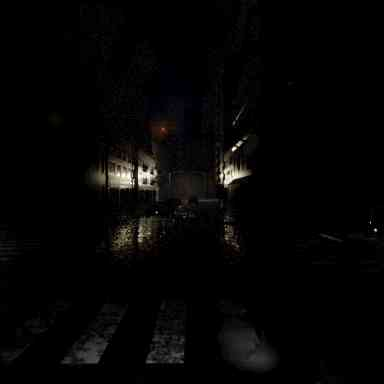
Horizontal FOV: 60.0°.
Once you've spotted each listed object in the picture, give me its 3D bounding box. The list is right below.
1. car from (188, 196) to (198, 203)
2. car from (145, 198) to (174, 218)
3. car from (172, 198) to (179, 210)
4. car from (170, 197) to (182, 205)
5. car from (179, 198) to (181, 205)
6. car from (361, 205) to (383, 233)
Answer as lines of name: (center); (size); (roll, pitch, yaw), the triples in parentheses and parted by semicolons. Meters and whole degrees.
car: (0.215, 1.546, 71.124); (1.882, 1.535, 5.008); (0, 0, 0)
car: (-3.034, 1.570, 30.424); (1.994, 1.385, 4.181); (0, 0, 0)
car: (-3.010, 1.562, 39.751); (2.033, 1.411, 5.357); (0, 0, 1)
car: (-2.883, 1.646, 59.667); (1.895, 1.301, 4.718); (0, 0, 0)
car: (-2.956, 1.592, 49.705); (1.994, 1.385, 4.181); (0, 0, 0)
car: (11.351, 1.383, 15.760); (5.357, 1.411, 2.033); (-1, 0, 0)
